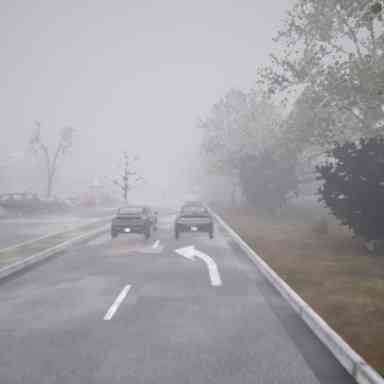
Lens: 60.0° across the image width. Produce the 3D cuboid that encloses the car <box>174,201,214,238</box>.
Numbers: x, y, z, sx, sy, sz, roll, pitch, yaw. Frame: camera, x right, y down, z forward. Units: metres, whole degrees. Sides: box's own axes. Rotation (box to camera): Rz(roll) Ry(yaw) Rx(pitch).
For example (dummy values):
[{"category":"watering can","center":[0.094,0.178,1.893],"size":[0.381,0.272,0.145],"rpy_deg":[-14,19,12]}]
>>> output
[{"category":"car","center":[0.099,1.426,17.397],"size":[2.128,1.511,4.902],"rpy_deg":[0,0,0]}]

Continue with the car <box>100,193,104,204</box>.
[{"category":"car","center":[-16.965,1.426,51.714],"size":[5.366,1.575,1.946],"rpy_deg":[-1,0,-20]}]

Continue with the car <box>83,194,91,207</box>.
[{"category":"car","center":[-16.825,1.438,45.760],"size":[4.792,1.488,2.163],"rpy_deg":[-1,0,-20]}]

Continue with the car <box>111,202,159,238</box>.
[{"category":"car","center":[-2.901,1.439,17.347],"size":[1.837,1.490,4.892],"rpy_deg":[0,0,0]}]

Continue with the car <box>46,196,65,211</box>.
[{"category":"car","center":[-16.776,1.265,36.780],"size":[4.553,1.767,2.185],"rpy_deg":[-1,0,-20]}]

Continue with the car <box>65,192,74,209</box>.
[{"category":"car","center":[-16.837,1.270,39.766],"size":[4.553,1.767,2.185],"rpy_deg":[-1,0,-20]}]

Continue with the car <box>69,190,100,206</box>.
[{"category":"car","center":[-16.825,1.167,48.765],"size":[5.566,2.045,2.435],"rpy_deg":[-1,0,-20]}]

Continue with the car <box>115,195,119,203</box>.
[{"category":"car","center":[-16.725,1.205,60.814],"size":[5.566,2.045,2.435],"rpy_deg":[-1,0,-20]}]

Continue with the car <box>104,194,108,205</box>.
[{"category":"car","center":[-16.777,1.477,54.781],"size":[4.674,1.452,2.002],"rpy_deg":[-1,0,-20]}]

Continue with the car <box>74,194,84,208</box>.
[{"category":"car","center":[-16.809,1.403,42.776],"size":[4.892,1.521,2.231],"rpy_deg":[-1,0,-20]}]

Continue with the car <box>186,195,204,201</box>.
[{"category":"car","center":[0.098,1.404,35.483],"size":[1.837,1.490,4.892],"rpy_deg":[0,0,0]}]

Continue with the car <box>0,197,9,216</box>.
[{"category":"car","center":[-16.985,1.401,24.703],"size":[5.366,1.575,1.946],"rpy_deg":[-1,0,-20]}]

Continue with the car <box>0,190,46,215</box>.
[{"category":"car","center":[-16.836,1.140,30.754],"size":[5.566,2.045,2.435],"rpy_deg":[-1,0,-20]}]

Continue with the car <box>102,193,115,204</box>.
[{"category":"car","center":[-16.797,1.195,57.778],"size":[5.566,2.045,2.435],"rpy_deg":[-1,0,-20]}]
